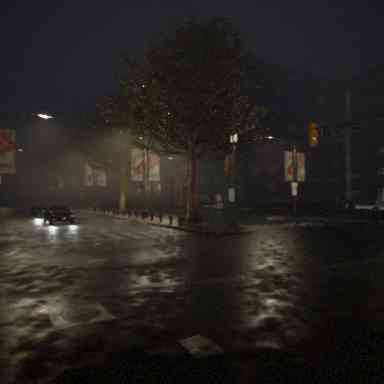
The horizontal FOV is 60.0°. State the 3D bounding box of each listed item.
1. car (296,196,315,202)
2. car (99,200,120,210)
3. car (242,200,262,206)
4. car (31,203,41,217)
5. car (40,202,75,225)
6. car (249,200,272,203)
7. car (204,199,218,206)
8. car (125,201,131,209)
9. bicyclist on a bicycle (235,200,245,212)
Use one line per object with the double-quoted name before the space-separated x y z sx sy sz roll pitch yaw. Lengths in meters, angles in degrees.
"car" 28.856 2.112 85.896 2.435 2.045 5.566 0 -1 -32
"car" -13.693 2.164 54.072 1.837 1.490 4.892 0 -1 -32
"car" 13.556 2.406 75.460 1.895 1.301 4.718 0 -1 -32
"car" -16.554 1.934 36.663 2.128 1.511 4.902 0 -1 -32
"car" -11.180 1.843 27.894 1.837 1.490 4.892 0 -1 -32
"car" 13.384 2.091 61.507 2.002 1.452 4.674 0 -1 -32
"car" 3.468 2.278 69.717 2.161 1.482 4.786 0 -1 -32
"car" -12.476 2.198 58.954 1.882 1.535 5.008 0 -1 -32
"bicyclist on a bicycle" 6.286 1.842 43.348 1.656 1.620 0.582 0 -1 -32
